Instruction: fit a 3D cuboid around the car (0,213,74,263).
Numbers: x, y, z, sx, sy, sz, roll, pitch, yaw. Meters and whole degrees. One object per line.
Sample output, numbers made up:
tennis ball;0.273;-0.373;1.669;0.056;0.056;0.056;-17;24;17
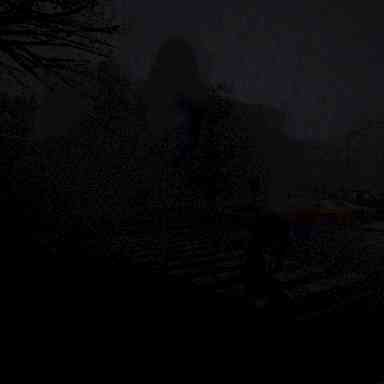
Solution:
car;-6.340;1.511;12.024;4.792;1.488;2.163;-1;-1;35

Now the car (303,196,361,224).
car;8.173;1.253;22.551;5.366;1.575;1.946;-1;0;35

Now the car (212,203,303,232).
car;3.455;1.360;18.965;4.792;1.488;2.163;-1;-1;35

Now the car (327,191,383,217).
car;13.253;0.913;25.912;5.566;2.045;2.435;-1;0;35

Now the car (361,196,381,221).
car;10.777;1.249;24.191;4.674;1.452;2.002;-1;0;35
